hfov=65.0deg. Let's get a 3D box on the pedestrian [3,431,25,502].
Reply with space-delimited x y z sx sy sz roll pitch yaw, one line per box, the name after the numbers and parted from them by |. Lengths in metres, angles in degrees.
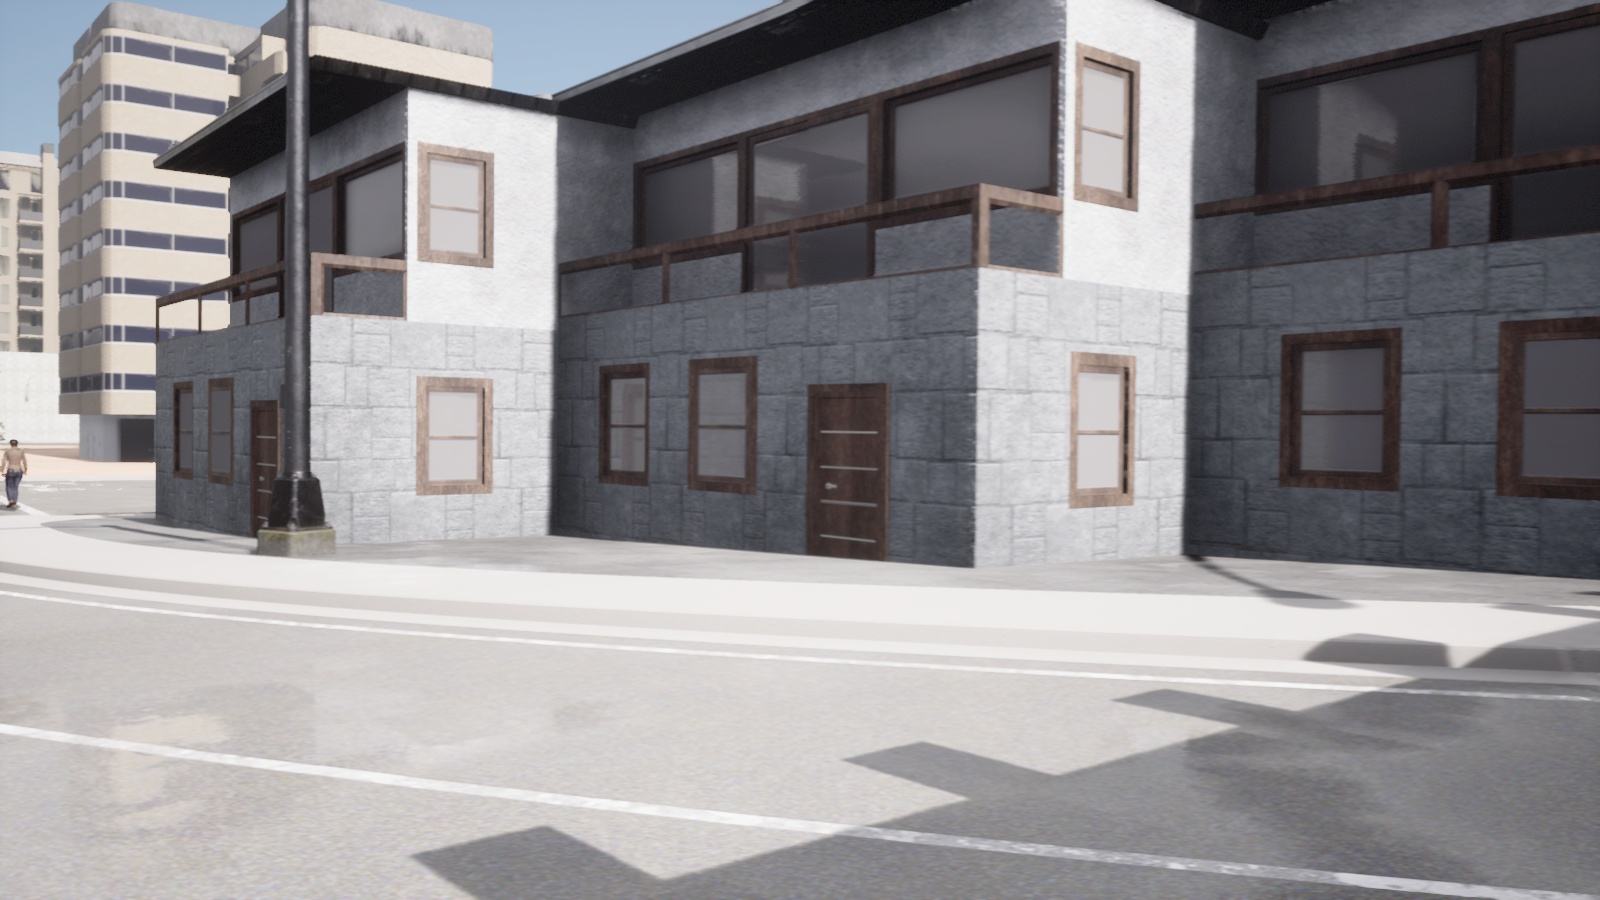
-20.460 0.417 32.675 0.328 1.805 0.869 0 1 -43 | pedestrian
